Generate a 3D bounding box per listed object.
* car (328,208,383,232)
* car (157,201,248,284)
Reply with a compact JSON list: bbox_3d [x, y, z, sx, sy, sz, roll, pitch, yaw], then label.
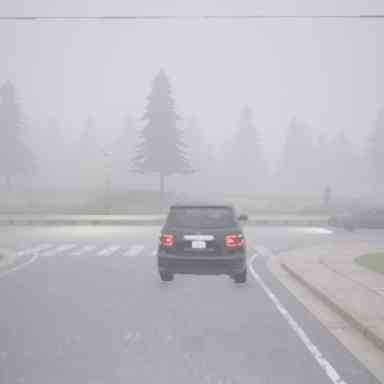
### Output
[{"bbox_3d":[10.587,1.658,20.353,4.181,1.385,1.994,0,0,1],"label":"car"},{"bbox_3d":[0.485,1.267,9.962,2.150,2.045,5.566,0,0,7],"label":"car"}]
